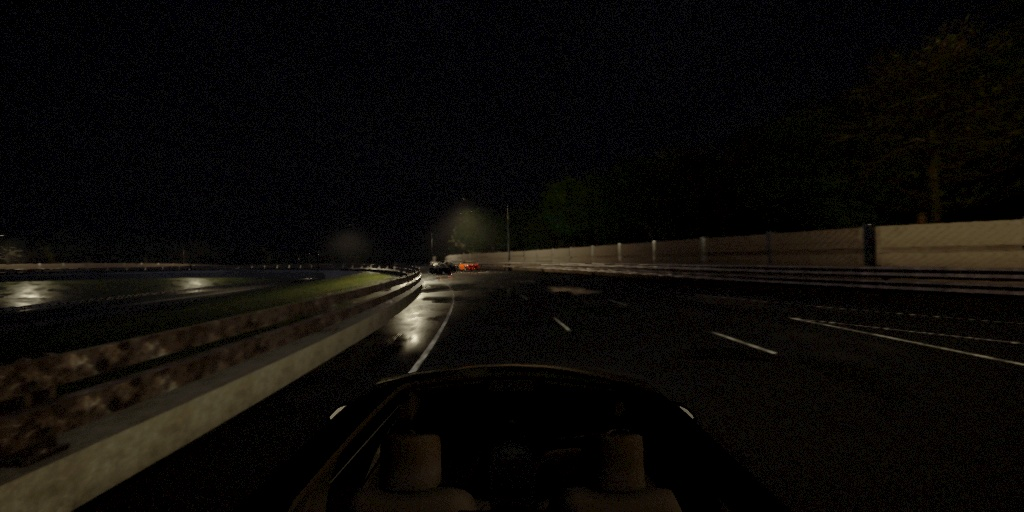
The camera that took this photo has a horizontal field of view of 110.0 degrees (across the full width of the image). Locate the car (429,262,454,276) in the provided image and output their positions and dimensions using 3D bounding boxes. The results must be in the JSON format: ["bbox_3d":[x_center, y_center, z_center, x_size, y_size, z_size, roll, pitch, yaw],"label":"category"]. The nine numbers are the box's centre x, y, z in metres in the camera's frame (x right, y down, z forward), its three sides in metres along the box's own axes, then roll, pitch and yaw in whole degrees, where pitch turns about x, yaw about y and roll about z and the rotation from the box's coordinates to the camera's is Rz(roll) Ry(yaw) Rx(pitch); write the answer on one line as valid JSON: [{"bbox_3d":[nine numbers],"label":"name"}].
[{"bbox_3d":[-9.060,1.738,44.710,1.895,1.301,4.718,-1,0,-24],"label":"car"}]

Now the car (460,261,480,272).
[{"bbox_3d":[-6.740,1.502,55.394,2.097,1.767,4.553,-1,0,-28],"label":"car"}]

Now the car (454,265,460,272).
[{"bbox_3d":[-10.045,1.710,54.257,1.837,1.490,4.892,0,-1,-29],"label":"car"}]
